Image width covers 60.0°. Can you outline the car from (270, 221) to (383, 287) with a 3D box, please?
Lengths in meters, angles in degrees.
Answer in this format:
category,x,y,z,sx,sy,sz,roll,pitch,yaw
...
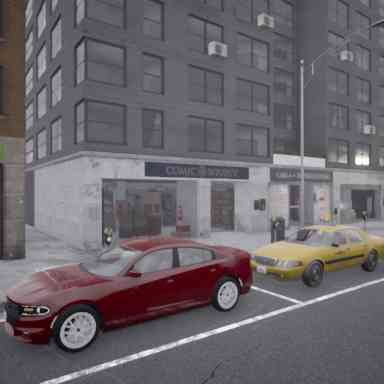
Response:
category,x,y,z,sx,sy,sz,roll,pitch,yaw
car,3.626,1.524,9.302,4.829,1.417,1.752,0,0,-35

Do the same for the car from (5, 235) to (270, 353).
category,x,y,z,sx,sy,sz,roll,pitch,yaw
car,-0.867,1.544,6.132,4.507,1.381,1.887,0,0,-35
